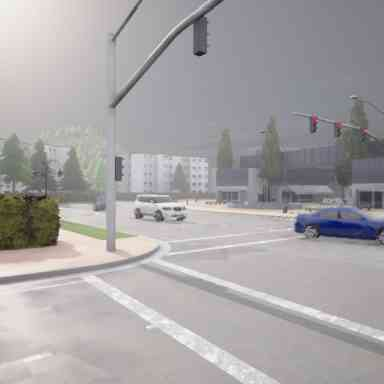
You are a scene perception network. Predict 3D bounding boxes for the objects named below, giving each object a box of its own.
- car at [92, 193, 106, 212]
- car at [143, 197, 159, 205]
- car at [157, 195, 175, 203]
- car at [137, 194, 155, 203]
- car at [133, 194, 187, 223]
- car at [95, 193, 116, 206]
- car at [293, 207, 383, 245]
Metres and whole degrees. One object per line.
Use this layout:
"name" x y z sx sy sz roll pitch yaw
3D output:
"car" -10.296 1.351 38.685 2.097 1.767 4.553 0 0 -22
"car" -7.213 1.547 59.082 2.033 1.411 5.357 0 0 3
"car" -5.299 1.478 69.547 1.882 1.535 5.008 0 0 20
"car" -9.314 1.352 68.077 2.097 1.767 4.553 0 0 15
"car" -2.632 1.222 26.317 2.150 2.045 5.566 0 0 -37
"car" -14.488 1.212 55.881 2.150 2.045 5.566 0 0 -2
"car" 7.283 1.477 15.398 5.008 1.535 1.882 0 0 37
